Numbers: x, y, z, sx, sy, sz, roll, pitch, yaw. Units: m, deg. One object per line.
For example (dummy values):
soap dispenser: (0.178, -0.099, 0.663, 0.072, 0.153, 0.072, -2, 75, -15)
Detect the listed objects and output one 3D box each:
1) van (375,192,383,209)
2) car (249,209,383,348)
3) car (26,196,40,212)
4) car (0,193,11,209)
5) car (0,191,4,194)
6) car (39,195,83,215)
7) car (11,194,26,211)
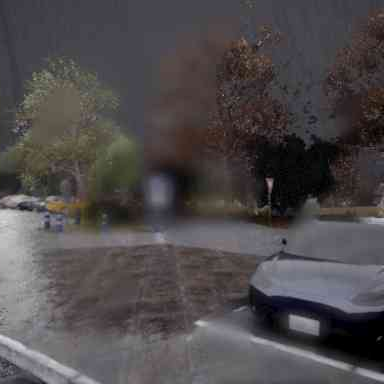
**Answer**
van: (10.339, 0.933, 16.476, 1.878, 1.987, 4.442, 1, 1, 36)
car: (2.760, 1.194, 5.935, 2.163, 1.488, 4.792, 1, 1, 36)
car: (-13.885, 1.117, 33.955, 2.185, 1.767, 4.553, 2, 1, 36)
car: (-18.287, 1.156, 37.114, 2.002, 1.452, 4.674, 2, 1, 36)
car: (-20.634, 1.048, 38.594, 1.946, 1.575, 5.366, 2, 1, 36)
car: (-11.667, 1.307, 32.298, 2.097, 1.535, 5.008, 2, 1, 36)
car: (-16.063, 1.210, 35.463, 2.163, 1.488, 4.792, 2, 1, 36)
